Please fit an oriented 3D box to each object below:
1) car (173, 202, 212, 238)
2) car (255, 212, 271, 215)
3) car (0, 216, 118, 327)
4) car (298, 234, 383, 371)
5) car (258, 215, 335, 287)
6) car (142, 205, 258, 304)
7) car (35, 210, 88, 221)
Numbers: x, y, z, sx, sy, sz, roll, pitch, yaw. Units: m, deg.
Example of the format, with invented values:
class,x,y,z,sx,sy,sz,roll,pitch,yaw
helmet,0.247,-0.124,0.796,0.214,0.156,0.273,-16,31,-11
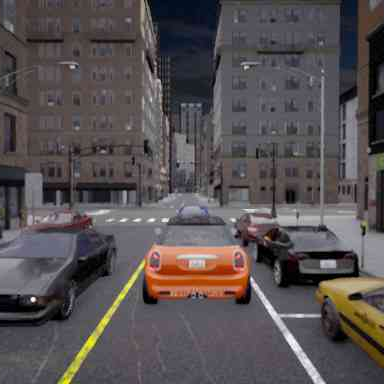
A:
class,x,y,z,sx,sy,sz,roll,pitch,yaw
car,0.087,1.433,18.538,1.882,1.535,5.008,0,0,1
car,2.856,1.546,14.641,1.802,1.307,4.206,-1,0,0
car,-3.056,1.529,7.507,2.033,1.411,5.357,0,0,0
car,2.863,1.516,3.639,1.752,1.417,4.829,-1,0,0
car,2.860,1.544,9.055,1.947,1.339,4.313,-1,0,0
car,0.091,1.332,8.250,2.097,1.767,4.553,0,0,0
car,-5.689,1.509,14.632,1.887,1.381,4.507,-1,0,0
